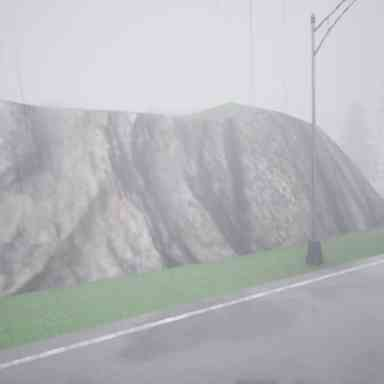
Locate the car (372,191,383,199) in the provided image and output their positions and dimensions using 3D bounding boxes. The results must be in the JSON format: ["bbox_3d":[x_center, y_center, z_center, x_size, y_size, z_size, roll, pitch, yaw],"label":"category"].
[{"bbox_3d":[39.590,0.623,69.392,5.008,1.535,1.882,-1,0,-36],"label":"car"}]
